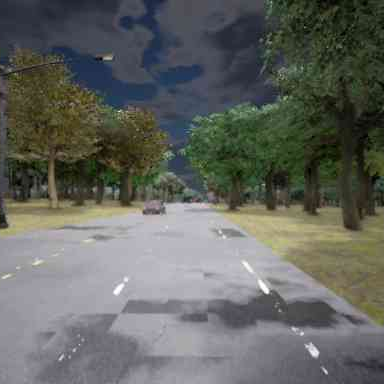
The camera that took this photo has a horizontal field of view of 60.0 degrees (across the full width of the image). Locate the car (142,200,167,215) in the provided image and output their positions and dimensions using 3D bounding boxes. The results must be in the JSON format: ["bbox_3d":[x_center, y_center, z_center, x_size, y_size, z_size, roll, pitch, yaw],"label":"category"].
[{"bbox_3d":[-4.371,1.755,38.974,2.097,1.767,4.553,0,-1,6],"label":"car"}]
